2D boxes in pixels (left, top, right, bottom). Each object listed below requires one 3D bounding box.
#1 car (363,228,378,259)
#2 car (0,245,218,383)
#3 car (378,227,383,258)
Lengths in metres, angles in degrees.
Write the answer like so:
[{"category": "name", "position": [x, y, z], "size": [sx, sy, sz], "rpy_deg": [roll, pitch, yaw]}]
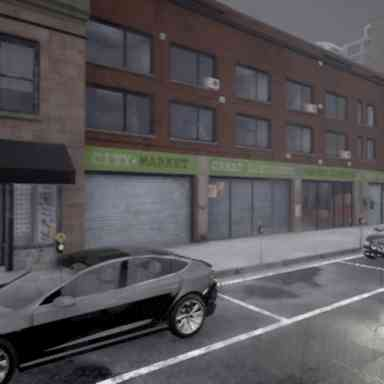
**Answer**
[{"category": "car", "position": [7.721, 1.624, 11.671], "size": [4.403, 1.369, 2.008], "rpy_deg": [0, 0, -35]}, {"category": "car", "position": [-1.542, 1.574, 5.087], "size": [4.313, 1.339, 1.947], "rpy_deg": [0, 0, -35]}, {"category": "car", "position": [6.601, 1.534, 7.749], "size": [5.008, 1.535, 1.882], "rpy_deg": [0, 0, -35]}]
